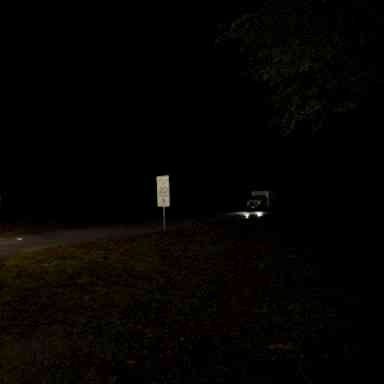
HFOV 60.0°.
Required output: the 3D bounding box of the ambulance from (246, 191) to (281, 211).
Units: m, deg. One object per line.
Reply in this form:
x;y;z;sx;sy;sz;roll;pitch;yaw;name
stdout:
8.947;1.093;41.532;2.351;2.431;6.366;-3;-2;35;ambulance
